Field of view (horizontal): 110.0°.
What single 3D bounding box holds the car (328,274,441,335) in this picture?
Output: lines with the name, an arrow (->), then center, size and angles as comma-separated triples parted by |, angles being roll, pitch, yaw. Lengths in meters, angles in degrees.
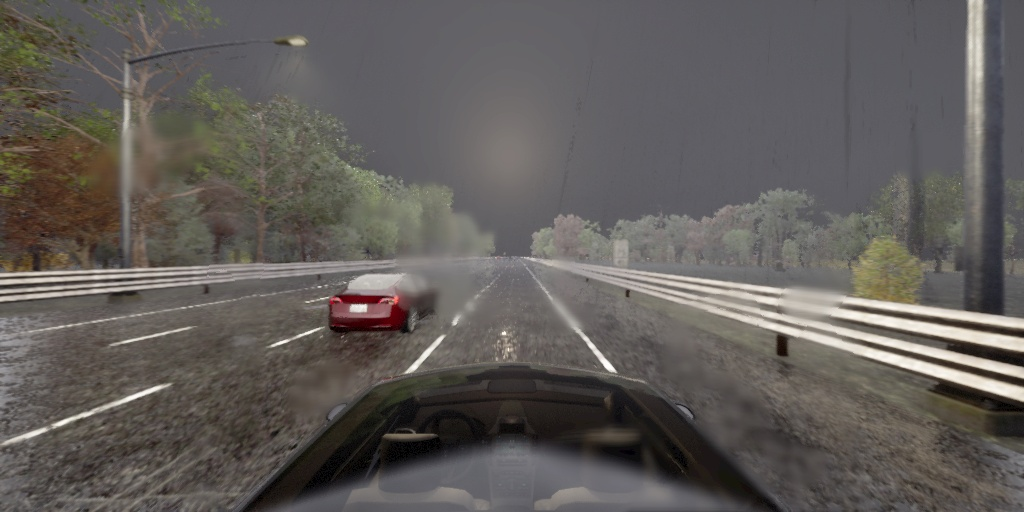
car -> -3.436, 1.236, 10.470 | 2.163, 1.488, 4.792 | 0, 0, 1
